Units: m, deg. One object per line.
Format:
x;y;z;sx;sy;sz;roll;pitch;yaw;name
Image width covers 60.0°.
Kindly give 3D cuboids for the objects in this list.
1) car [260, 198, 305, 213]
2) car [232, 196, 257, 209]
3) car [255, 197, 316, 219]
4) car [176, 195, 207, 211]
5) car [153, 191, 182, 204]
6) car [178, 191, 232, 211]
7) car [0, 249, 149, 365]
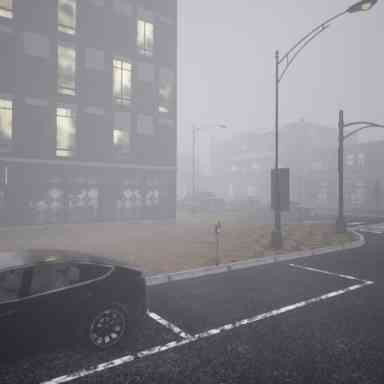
9.263;1.340;34.237;1.802;1.307;4.206;1;0;-36;car
5.976;1.129;38.704;1.967;1.590;4.097;1;0;-36;car
7.610;1.318;26.705;1.812;1.442;4.674;0;1;-36;car
-0.775;1.230;33.734;1.802;1.307;4.206;1;0;-36;car
-3.886;0.793;52.100;2.192;1.841;5.009;1;0;-36;car
1.254;0.881;35.338;2.150;2.045;5.566;0;0;-37;car
-2.690;1.566;4.635;4.313;1.339;1.947;0;0;-36;car
